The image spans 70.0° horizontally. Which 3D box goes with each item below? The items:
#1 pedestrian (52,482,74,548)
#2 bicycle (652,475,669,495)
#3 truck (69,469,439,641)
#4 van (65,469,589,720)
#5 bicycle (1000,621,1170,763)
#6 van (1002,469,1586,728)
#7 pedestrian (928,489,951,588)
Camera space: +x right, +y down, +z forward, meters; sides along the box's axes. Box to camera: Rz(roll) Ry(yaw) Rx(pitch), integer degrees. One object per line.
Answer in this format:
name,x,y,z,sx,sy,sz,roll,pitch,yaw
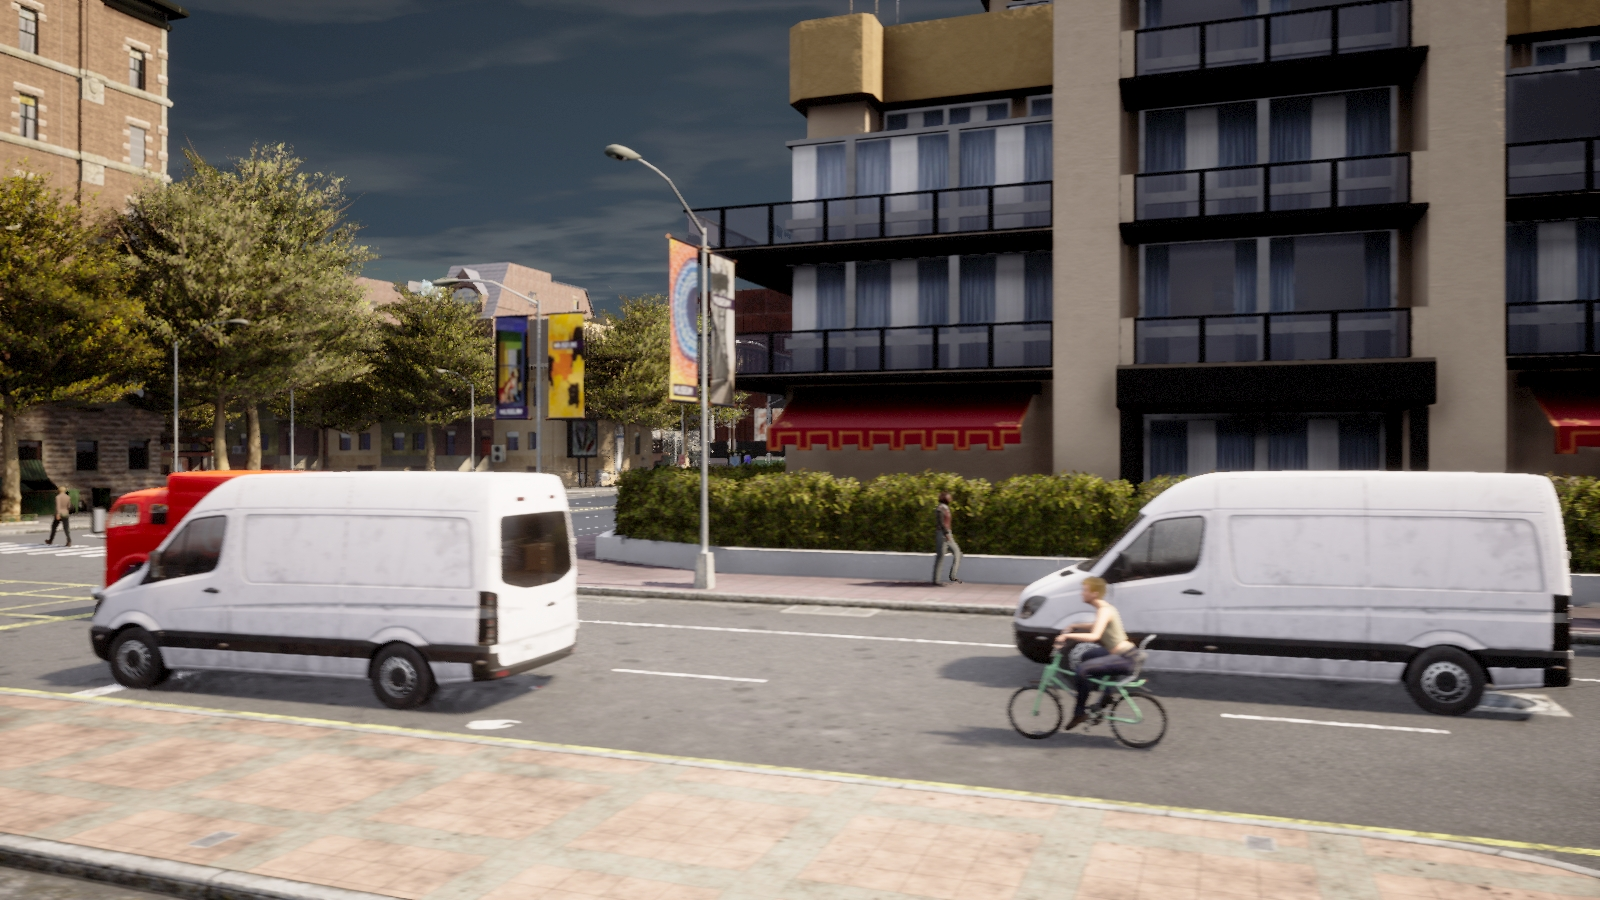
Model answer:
pedestrian,-21.192,1.869,32.857,0.375,1.860,0.375,0,0,24
bicycle,-8.905,2.227,72.982,0.373,1.196,1.643,0,0,20
truck,-8.968,1.577,18.877,5.204,2.467,2.627,0,0,20
van,-5.680,1.542,13.755,5.915,2.561,1.988,0,0,17
bicycle,2.719,2.257,10.857,1.487,1.080,0.859,0,0,20
van,5.530,1.535,13.534,5.915,2.561,1.988,0,0,20
pedestrian,2.690,1.700,22.044,0.375,1.860,0.375,0,0,20
